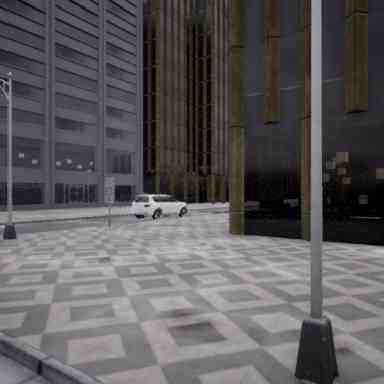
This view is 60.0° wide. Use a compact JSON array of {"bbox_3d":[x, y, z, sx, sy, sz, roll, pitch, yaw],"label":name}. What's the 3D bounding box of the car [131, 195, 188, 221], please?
[{"bbox_3d":[-2.610,1.226,27.790,2.150,2.045,5.566,0,0,36],"label":"car"}]
